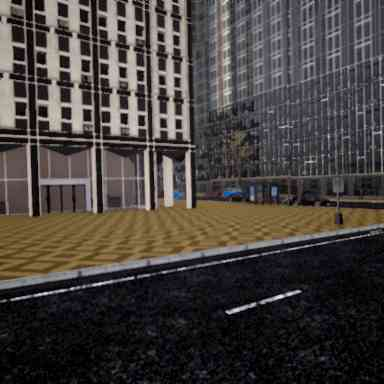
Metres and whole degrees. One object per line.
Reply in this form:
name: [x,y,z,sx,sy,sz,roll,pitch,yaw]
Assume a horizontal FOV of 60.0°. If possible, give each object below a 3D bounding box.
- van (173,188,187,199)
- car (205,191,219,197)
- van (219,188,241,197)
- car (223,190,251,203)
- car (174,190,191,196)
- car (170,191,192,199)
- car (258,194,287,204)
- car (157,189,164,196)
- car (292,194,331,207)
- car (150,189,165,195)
van: [-2.776,0.402,60.345,1.690,1.788,3.998,-2,1,-34]
car: [4.151,0.370,65.065,1.802,1.307,4.206,-2,1,-34]
van: [7.347,0.183,60.363,1.690,1.788,3.998,-2,1,-34]
car: [6.784,0.790,46.232,1.947,1.339,4.313,-2,1,-34]
car: [-2.251,0.259,74.459,1.802,1.307,4.206,-2,1,-34]
car: [-2.215,0.558,64.295,1.895,1.301,4.718,-2,2,-34]
car: [9.937,0.861,41.503,1.802,1.307,4.206,-2,1,-34]
car: [-5.456,-0.063,79.149,2.192,1.841,5.009,-2,1,-34]
car: [13.124,0.899,36.794,1.947,1.339,4.313,-2,1,-34]
car: [-8.655,0.006,83.848,1.967,1.590,4.097,-2,1,-34]
